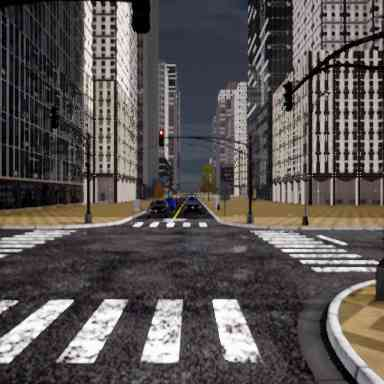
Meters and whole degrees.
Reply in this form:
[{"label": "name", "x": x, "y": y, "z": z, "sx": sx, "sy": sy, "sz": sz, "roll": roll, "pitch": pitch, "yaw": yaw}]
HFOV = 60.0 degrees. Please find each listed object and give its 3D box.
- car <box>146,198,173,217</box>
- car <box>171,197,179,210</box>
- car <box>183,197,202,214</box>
[{"label": "car", "x": -3.134, "y": 1.509, "z": 31.233, "sx": 1.837, "sy": 1.490, "sz": 4.892, "roll": 0, "pitch": 0, "yaw": 0}, {"label": "car", "x": -3.144, "y": 1.482, "z": 44.186, "sx": 1.882, "sy": 1.535, "sz": 5.008, "roll": 0, "pitch": 0, "yaw": 0}, {"label": "car", "x": 0.066, "y": 1.552, "z": 34.829, "sx": 2.033, "sy": 1.411, "sz": 5.357, "roll": 0, "pitch": 0, "yaw": 0}]
